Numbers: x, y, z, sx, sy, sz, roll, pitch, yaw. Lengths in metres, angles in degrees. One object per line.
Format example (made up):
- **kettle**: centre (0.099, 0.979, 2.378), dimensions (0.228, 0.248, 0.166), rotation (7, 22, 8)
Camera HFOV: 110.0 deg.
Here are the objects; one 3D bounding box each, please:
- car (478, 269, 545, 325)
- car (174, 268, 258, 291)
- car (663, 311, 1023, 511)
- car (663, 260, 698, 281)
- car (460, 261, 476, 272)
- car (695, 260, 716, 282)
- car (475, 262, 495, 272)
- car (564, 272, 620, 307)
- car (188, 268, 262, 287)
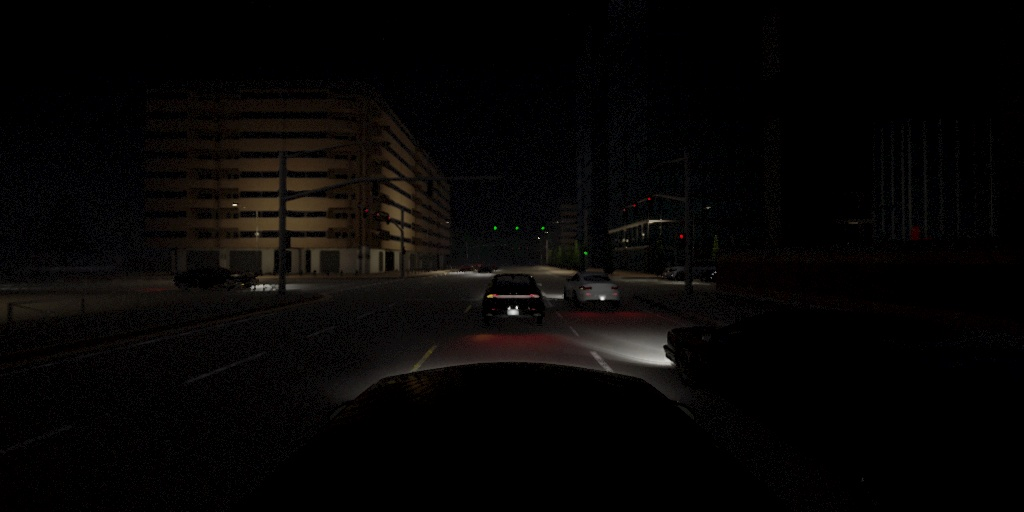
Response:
- **car**: centre (0.036, 1.361, 12.294), dimensions (2.128, 1.511, 4.902), rotation (0, -1, 0)
- **car**: centre (-20.275, 1.568, 24.655), dimensions (4.892, 1.490, 1.837), rotation (1, -1, 0)
- **car**: centre (3.597, 1.322, 3.889), dimensions (2.033, 1.411, 5.357), rotation (0, -1, 0)
- **car**: centre (17.881, 1.397, 35.352), dimensions (5.566, 2.045, 2.150), rotation (-1, -1, 0)
- **car**: centre (-7.506, 2.009, 60.097), dimensions (1.895, 1.301, 4.718), rotation (0, -1, 1)
- **car**: centre (19.312, 1.494, 31.849), dimensions (4.553, 1.767, 2.097), rotation (0, -1, 0)
- **car**: centre (-3.972, 1.934, 53.494), dimensions (1.895, 1.301, 4.718), rotation (0, -1, 0)
- **car**: centre (3.533, 1.440, 16.355), dimensions (1.812, 1.442, 4.674), rotation (0, -1, 0)
- **car**: centre (-22.453, 1.670, 28.154), dimensions (4.181, 1.385, 1.994), rotation (0, -1, 0)
